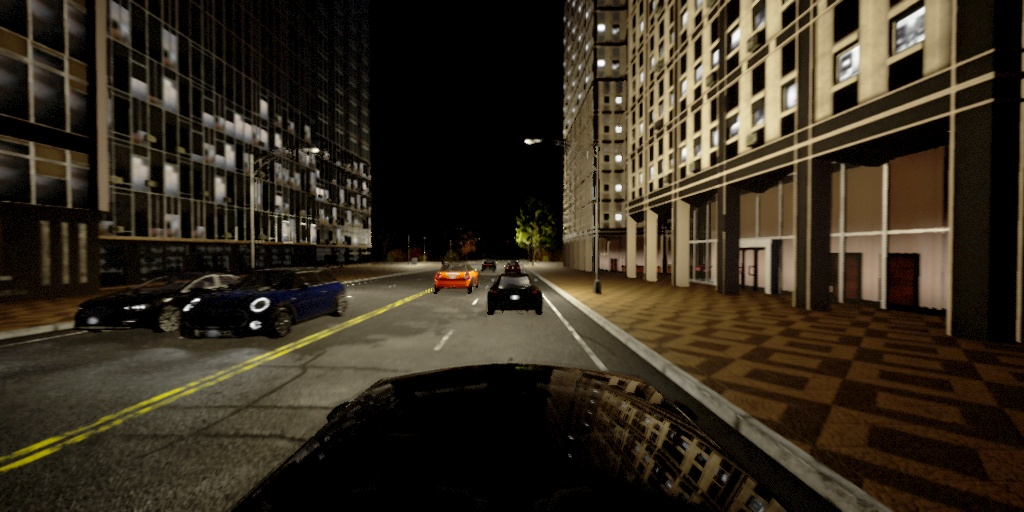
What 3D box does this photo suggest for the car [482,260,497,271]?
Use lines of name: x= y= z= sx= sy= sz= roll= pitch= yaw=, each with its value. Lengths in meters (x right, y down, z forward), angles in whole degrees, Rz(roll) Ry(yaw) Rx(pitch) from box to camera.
car: x=-3.149 y=1.333 z=49.908 sx=2.128 sy=1.511 sz=4.902 roll=0 pitch=0 yaw=0

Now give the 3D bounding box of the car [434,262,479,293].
car: x=-3.150 y=1.143 z=21.113 sx=2.097 sy=1.767 sz=4.553 roll=0 pitch=0 yaw=0

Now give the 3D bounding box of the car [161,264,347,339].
car: x=-6.598 y=1.122 z=10.155 sx=2.097 sy=1.767 sz=4.553 roll=0 pitch=0 yaw=0

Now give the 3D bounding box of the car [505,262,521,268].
car: x=0.101 y=1.377 z=42.720 sx=2.033 sy=1.411 sz=5.357 roll=0 pitch=0 yaw=0

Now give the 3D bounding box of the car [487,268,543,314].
car: x=0.099 y=1.341 z=13.893 sx=1.994 sy=1.385 sz=4.181 roll=0 pitch=0 yaw=0

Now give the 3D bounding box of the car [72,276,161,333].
car: x=-9.848 y=1.264 z=10.876 sx=2.128 sy=1.511 sz=4.902 roll=0 pitch=0 yaw=0
